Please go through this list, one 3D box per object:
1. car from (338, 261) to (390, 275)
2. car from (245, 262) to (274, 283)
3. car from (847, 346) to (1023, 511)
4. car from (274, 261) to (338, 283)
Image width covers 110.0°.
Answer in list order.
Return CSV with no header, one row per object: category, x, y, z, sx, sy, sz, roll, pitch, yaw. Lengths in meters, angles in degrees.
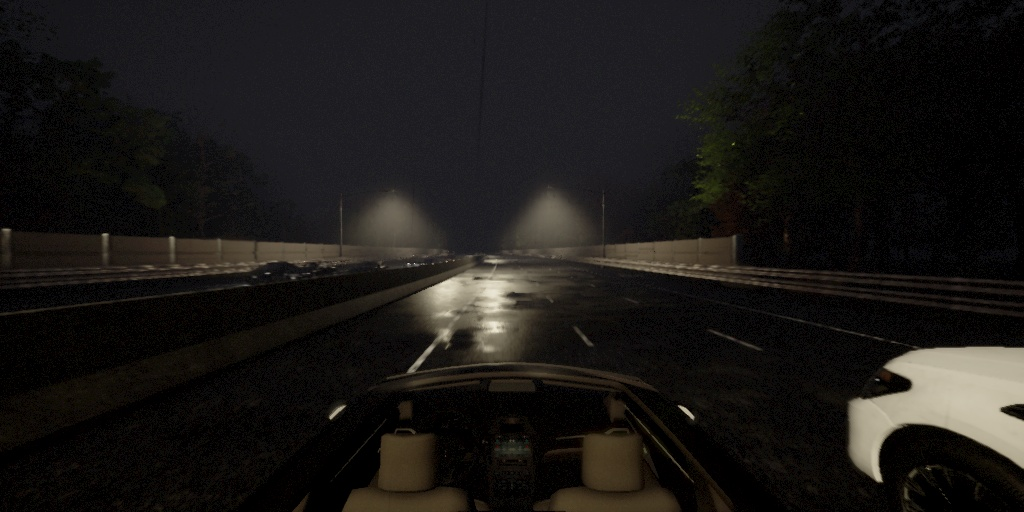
car,-10.744,1.123,27.161,2.128,1.511,4.902,0,1,-1
car,-17.741,1.168,27.020,1.812,1.442,4.674,0,1,-1
car,3.596,0.963,0.276,2.150,2.045,5.566,0,0,0
car,-14.226,1.143,25.731,2.128,1.511,4.902,0,1,-1
